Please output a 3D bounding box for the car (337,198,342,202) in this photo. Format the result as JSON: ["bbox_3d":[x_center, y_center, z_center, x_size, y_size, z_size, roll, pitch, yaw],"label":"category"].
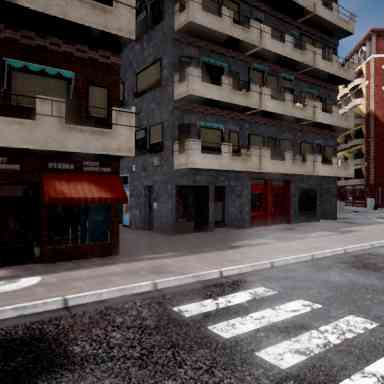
[{"bbox_3d":[18.343,1.458,44.455,2.150,2.045,5.566,0,0,5],"label":"car"}]
